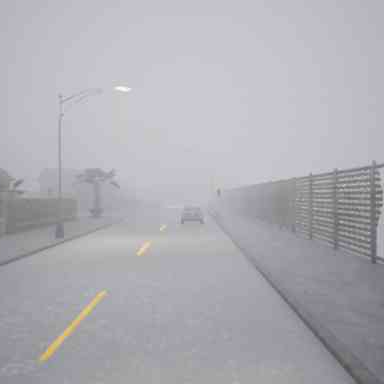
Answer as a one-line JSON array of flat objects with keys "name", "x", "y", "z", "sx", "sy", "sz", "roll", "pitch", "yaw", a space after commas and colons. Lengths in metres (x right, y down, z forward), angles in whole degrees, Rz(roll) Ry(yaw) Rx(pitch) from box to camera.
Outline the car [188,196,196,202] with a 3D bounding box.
[{"name": "car", "x": -0.008, "y": 2.475, "z": 85.700, "sx": 2.033, "sy": 1.411, "sz": 5.357, "roll": 0, "pitch": -1, "yaw": 0}]

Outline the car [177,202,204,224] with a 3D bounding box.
[{"name": "car", "x": 0.015, "y": 1.852, "z": 27.511, "sx": 2.033, "sy": 1.411, "sz": 5.357, "roll": 0, "pitch": -1, "yaw": 0}]

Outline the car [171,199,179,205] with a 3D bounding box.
[{"name": "car", "x": -4.006, "y": 2.389, "z": 78.431, "sx": 2.128, "sy": 1.511, "sz": 4.902, "roll": 0, "pitch": -1, "yaw": 0}]
